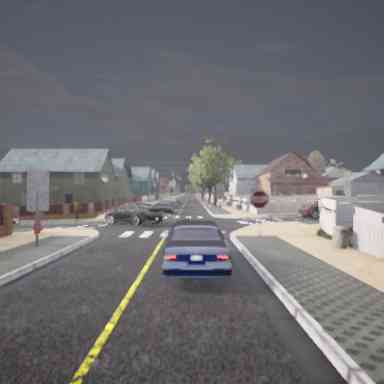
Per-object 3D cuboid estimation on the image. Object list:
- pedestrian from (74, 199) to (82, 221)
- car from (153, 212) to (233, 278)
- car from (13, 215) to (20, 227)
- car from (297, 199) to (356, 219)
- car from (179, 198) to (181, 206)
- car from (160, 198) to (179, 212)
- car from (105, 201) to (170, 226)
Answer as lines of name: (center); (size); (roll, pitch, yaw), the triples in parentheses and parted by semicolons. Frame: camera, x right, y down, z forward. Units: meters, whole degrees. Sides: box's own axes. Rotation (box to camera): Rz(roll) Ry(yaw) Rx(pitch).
pedestrian: (-9.685, 1.474, 28.088); (0.375, 1.860, 0.375); (0, 0, 0)
car: (0.102, 1.555, 10.097); (2.033, 1.411, 5.357); (0, 0, 0)
car: (-14.104, 1.822, 22.197); (4.902, 1.511, 2.128); (-2, -1, 0)
car: (10.373, 1.078, 25.291); (4.553, 1.767, 2.097); (-2, -1, 0)
car: (-2.809, 1.546, 45.418); (1.812, 1.442, 4.674); (0, 0, -2)
car: (-2.835, 1.564, 35.469); (2.033, 1.411, 5.357); (0, 0, 0)
car: (-4.157, 1.556, 23.459); (4.892, 1.490, 1.837); (-1, -3, 41)
